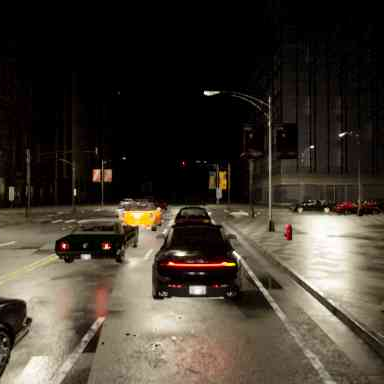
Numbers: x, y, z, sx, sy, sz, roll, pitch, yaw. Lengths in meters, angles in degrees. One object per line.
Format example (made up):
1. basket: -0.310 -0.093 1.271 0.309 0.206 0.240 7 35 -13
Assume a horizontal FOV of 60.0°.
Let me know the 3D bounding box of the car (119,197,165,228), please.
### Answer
1. car: -3.100 1.415 20.998 2.097 1.767 4.553 0 0 0

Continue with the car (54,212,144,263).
1. car: -3.120 1.626 12.004 1.895 1.301 4.718 0 0 0

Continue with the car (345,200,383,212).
1. car: 20.919 1.679 39.851 4.313 1.339 1.947 0 -1 -1

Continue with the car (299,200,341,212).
1. car: 15.279 1.697 39.777 4.313 1.339 1.947 0 -1 -1

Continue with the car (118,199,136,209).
1. car: -9.724 1.790 50.413 1.812 1.442 4.674 0 0 0

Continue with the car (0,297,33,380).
1. car: -3.152 1.550 2.217 2.033 1.411 5.357 0 0 0

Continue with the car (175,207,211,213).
1. car: 0.042 1.525 17.884 1.882 1.535 5.008 0 0 0

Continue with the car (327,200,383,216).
1. car: 15.389 1.605 31.253 4.206 1.307 1.802 0 -1 -1

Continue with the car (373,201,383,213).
1. car: 23.116 1.672 37.128 4.718 1.301 1.895 0 -1 -1

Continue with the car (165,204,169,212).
1. car: -4.593 1.715 40.283 1.812 1.442 4.674 1 0 28

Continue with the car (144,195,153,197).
1. car: -9.581 1.666 71.775 2.150 2.045 5.566 0 -1 0

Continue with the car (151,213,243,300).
1. car: 0.118 1.519 8.392 1.837 1.490 4.892 0 0 0

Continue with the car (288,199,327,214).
1. car: 13.216 1.608 36.996 4.892 1.490 1.837 0 -1 -1
